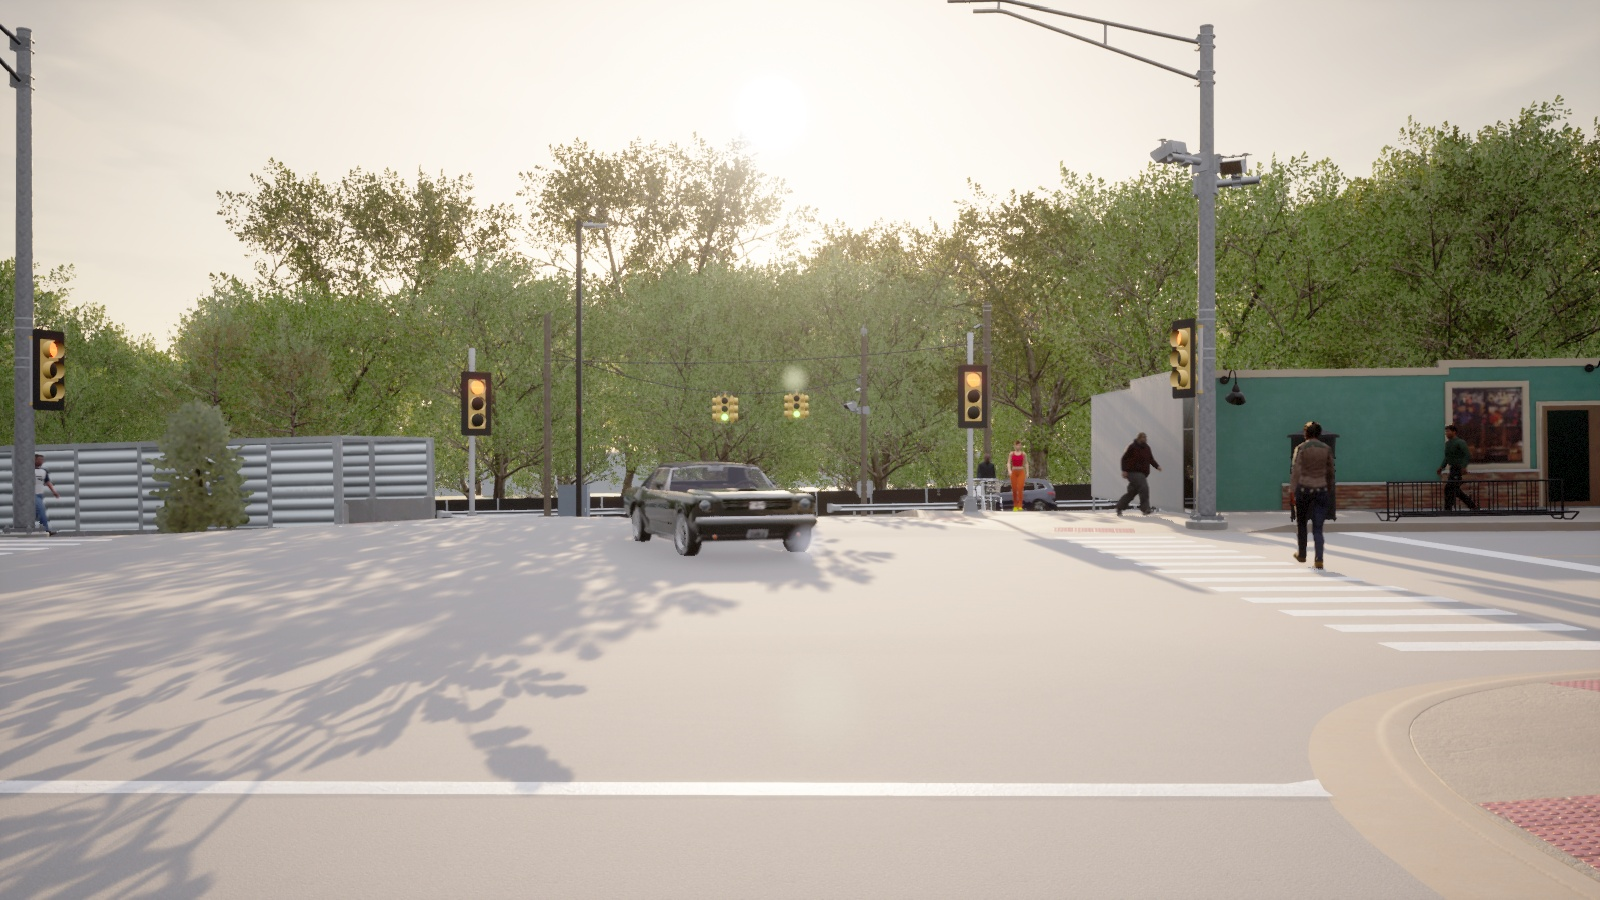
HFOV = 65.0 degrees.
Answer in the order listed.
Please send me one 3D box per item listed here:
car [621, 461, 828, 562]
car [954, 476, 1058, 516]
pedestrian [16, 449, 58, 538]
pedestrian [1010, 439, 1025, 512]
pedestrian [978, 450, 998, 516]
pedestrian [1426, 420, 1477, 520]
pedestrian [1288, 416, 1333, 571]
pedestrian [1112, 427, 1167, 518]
[{"bbox_3d":[-1.307,0.837,19.203,1.895,1.301,4.718,0,0,-20],"label":"car"},{"bbox_3d":[9.504,2.125,58.198,4.611,1.667,2.242,-2,0,7],"label":"car"},{"bbox_3d":[-15.885,0.891,26.148,0.706,1.836,0.354,0,0,13],"label":"pedestrian"},{"bbox_3d":[5.525,0.638,31.845,0.345,1.836,0.594,0,0,13],"label":"pedestrian"},{"bbox_3d":[5.312,0.917,35.433,0.402,1.842,0.726,0,0,-5],"label":"pedestrian"},{"bbox_3d":[12.814,0.384,24.695,0.788,1.949,0.423,0,0,4],"label":"pedestrian"},{"bbox_3d":[6.132,0.511,15.097,0.328,1.805,0.869,0,0,10],"label":"pedestrian"},{"bbox_3d":[6.960,0.453,25.769,0.634,1.844,0.899,0,0,-41],"label":"pedestrian"}]
